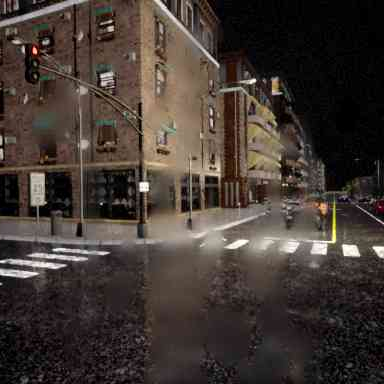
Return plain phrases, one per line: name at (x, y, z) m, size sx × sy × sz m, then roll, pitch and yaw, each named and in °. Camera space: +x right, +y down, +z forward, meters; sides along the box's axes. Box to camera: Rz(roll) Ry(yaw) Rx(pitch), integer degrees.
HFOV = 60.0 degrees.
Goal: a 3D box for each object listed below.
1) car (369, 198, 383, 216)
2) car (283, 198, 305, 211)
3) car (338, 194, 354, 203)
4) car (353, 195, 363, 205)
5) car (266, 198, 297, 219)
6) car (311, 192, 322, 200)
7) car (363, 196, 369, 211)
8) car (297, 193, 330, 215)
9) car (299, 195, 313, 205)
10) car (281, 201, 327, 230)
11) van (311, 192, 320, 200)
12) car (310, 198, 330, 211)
car at (17.213, 1.386, 29.607) m, size 1.802 × 1.307 × 4.206 m, roll -1°, pitch 0°, yaw 23°
car at (11.749, 1.397, 38.133) m, size 2.008 × 1.369 × 4.403 m, roll -1°, pitch 0°, yaw 23°
car at (26.939, 1.277, 58.864) m, size 1.994 × 1.385 × 4.181 m, roll 0°, pitch 0°, yaw 23°
car at (26.188, 1.270, 50.552) m, size 2.008 × 1.369 × 4.403 m, roll -1°, pitch 0°, yaw 23°
car at (7.262, 1.442, 27.661) m, size 2.008 × 1.369 × 4.403 m, roll -1°, pitch 0°, yaw 23°
car at (31.938, 0.994, 85.257) m, size 2.192 × 1.841 × 5.009 m, roll -1°, pitch 0°, yaw 23°
car at (19.457, 1.333, 34.844) m, size 2.008 × 1.369 × 4.403 m, roll -1°, pitch 0°, yaw 23°
car at (10.746, 1.212, 29.148) m, size 2.097 × 1.767 × 4.553 m, roll 0°, pitch 0°, yaw 23°
car at (18.413, 1.310, 53.685) m, size 1.752 × 1.417 × 4.829 m, roll -1°, pitch 0°, yaw 23°
car at (6.870, 1.464, 20.149) m, size 1.994 × 1.385 × 4.181 m, roll 0°, pitch 0°, yaw 23°
van at (29.695, 1.036, 80.022) m, size 1.690 × 1.788 × 3.998 m, roll -1°, pitch 0°, yaw 23°
car at (14.758, 1.384, 38.309) m, size 1.994 × 1.385 × 4.181 m, roll 0°, pitch 0°, yaw 23°
